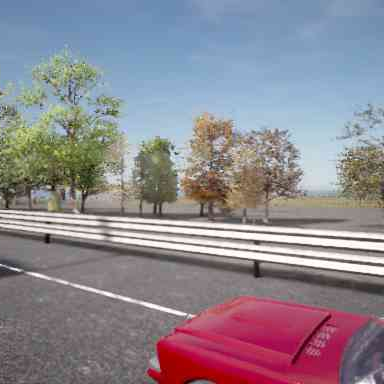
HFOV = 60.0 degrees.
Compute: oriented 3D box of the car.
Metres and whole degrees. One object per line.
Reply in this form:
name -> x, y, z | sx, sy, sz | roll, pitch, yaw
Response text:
car -> 1.903, 1.602, 2.652 | 4.718, 1.301, 1.895 | 0, 0, 35
